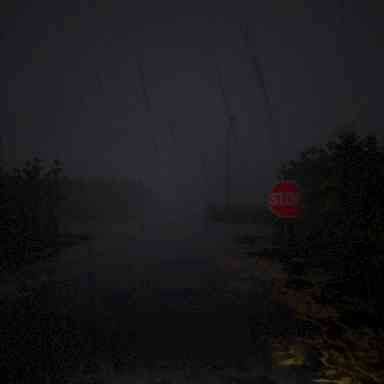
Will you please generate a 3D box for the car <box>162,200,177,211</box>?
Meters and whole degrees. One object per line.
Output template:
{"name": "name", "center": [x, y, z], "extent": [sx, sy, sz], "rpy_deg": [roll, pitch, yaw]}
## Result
{"name": "car", "center": [-3.079, 1.932, 47.062], "extent": [1.882, 1.535, 5.008], "rpy_deg": [0, 1, 0]}
